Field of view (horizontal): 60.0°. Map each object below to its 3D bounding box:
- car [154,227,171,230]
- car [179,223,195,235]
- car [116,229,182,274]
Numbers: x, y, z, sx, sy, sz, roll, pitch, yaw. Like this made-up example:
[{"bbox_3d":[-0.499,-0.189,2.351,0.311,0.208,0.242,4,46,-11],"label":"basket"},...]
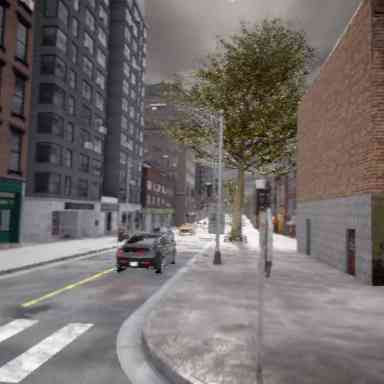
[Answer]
[{"bbox_3d":[-2.832,3.962,30.848,1.812,1.442,4.674,1,-5,7],"label":"car"},{"bbox_3d":[-0.663,5.281,47.889,1.882,1.535,5.008,1,-5,7],"label":"car"},{"bbox_3d":[-1.901,2.660,14.930,1.837,1.490,4.892,1,-5,7],"label":"car"}]
